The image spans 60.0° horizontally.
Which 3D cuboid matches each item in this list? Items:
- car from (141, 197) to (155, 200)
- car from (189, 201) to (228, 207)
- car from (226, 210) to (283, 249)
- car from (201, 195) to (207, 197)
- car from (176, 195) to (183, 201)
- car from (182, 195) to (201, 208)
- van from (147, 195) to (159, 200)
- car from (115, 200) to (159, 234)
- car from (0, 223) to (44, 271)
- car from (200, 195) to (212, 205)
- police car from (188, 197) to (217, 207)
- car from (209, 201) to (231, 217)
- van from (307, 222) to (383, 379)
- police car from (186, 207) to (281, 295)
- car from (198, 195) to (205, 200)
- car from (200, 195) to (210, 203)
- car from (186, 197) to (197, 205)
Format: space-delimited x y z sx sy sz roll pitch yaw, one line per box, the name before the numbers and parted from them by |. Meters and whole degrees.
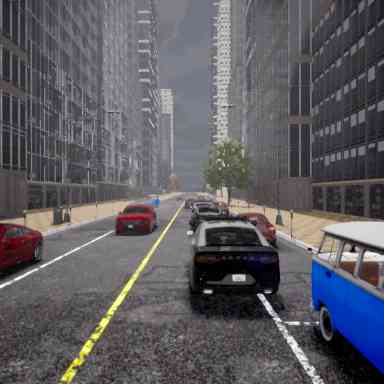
car | -5.756 1.549 37.907 2.008 1.369 4.403 0 0 0
car | 0.868 1.505 18.780 1.837 1.490 4.892 0 0 0
car | 2.665 1.582 15.148 1.802 1.307 4.206 0 0 0
car | 2.605 1.539 49.304 2.008 1.369 4.403 0 0 0
car | -3.149 1.478 84.098 2.033 1.411 5.357 0 0 0
car | -0.069 1.517 46.397 1.812 1.442 4.674 0 0 0
van | -5.776 1.330 49.292 1.690 1.788 3.998 0 0 0
car | -3.133 1.477 19.440 1.882 1.535 5.008 0 0 0
car | -5.706 1.582 9.444 1.802 1.307 4.206 0 0 0
car | 2.585 1.412 60.689 1.967 1.590 4.097 0 0 0
police car | 0.858 1.425 24.890 1.930 1.638 5.238 0 0 0
car | 2.635 1.582 32.226 1.802 1.307 4.206 0 0 0
van | 2.685 1.341 3.765 1.690 1.788 3.998 0 0 0
police car | 0.886 1.425 8.890 1.930 1.638 5.238 0 0 0
car | 2.534 1.465 89.151 1.887 1.381 4.507 0 0 0
car | 2.574 1.403 66.381 1.967 1.590 4.097 0 0 0
car | -0.106 1.573 60.386 1.895 1.301 4.718 0 0 0
